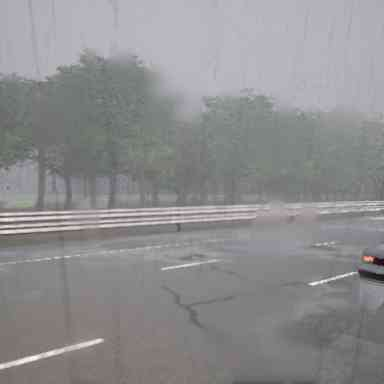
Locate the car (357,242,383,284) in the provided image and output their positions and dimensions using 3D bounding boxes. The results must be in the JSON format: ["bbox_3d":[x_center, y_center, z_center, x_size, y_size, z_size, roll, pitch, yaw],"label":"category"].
[{"bbox_3d":[6.295,1.548,8.354,5.357,1.411,2.033,0,0,-35],"label":"car"}]
